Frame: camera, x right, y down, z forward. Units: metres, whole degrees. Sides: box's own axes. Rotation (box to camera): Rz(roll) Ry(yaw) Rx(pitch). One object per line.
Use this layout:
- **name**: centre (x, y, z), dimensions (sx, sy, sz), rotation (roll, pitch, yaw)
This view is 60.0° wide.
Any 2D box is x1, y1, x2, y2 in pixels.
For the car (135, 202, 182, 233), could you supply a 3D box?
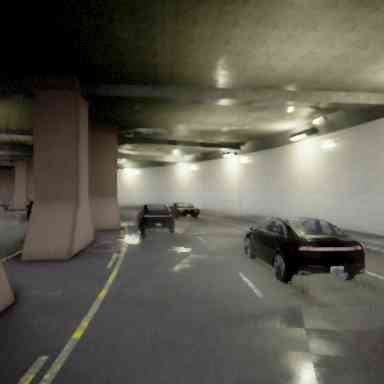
- **car**: centre (-2.181, 1.417, 19.108), dimensions (2.128, 1.511, 4.902), rotation (0, 0, -12)

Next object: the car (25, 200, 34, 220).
- **car**: centre (-12.268, 1.411, 26.926), dimensions (1.837, 1.490, 4.892), rotation (1, 0, -27)

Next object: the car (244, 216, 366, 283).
- **car**: centre (2.895, 1.449, 9.608), dimensions (2.128, 1.511, 4.902), rotation (0, 0, -6)

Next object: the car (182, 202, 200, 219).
- **car**: centre (-1.015, 1.491, 27.610), dimensions (1.895, 1.301, 4.718), rotation (0, 0, -20)
